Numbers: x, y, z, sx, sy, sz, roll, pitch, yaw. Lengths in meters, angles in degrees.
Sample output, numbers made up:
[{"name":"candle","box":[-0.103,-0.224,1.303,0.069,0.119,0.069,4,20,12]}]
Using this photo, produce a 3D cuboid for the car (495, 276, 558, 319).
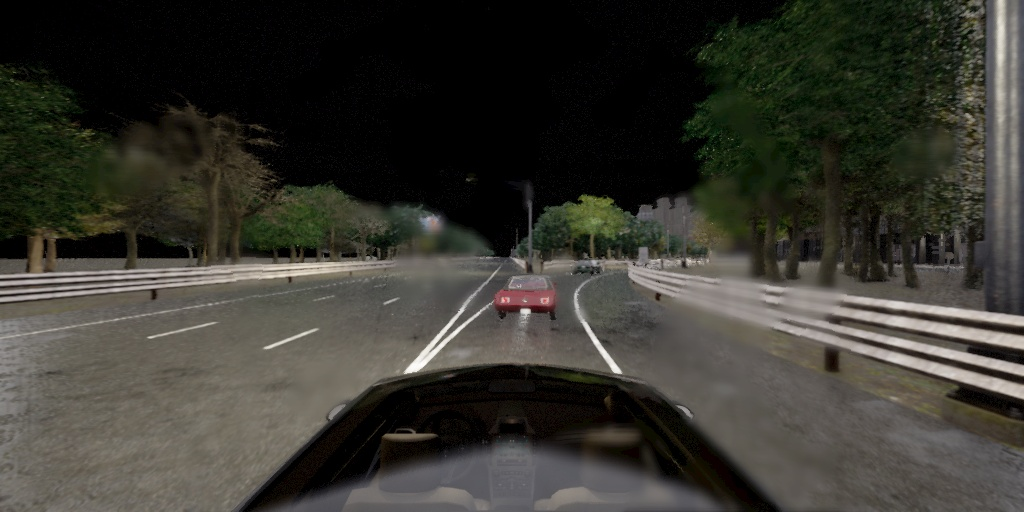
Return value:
[{"name":"car","box":[0.692,1.358,12.878,1.895,1.301,4.718,0,0,7]}]

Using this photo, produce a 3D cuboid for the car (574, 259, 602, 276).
[{"name":"car","box":[8.226,1.130,38.615,2.097,1.767,4.553,0,0,25]}]

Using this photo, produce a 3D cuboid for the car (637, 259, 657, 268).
[{"name":"car","box":[22.700,1.264,60.099,2.128,1.511,4.902,0,0,42]}]
